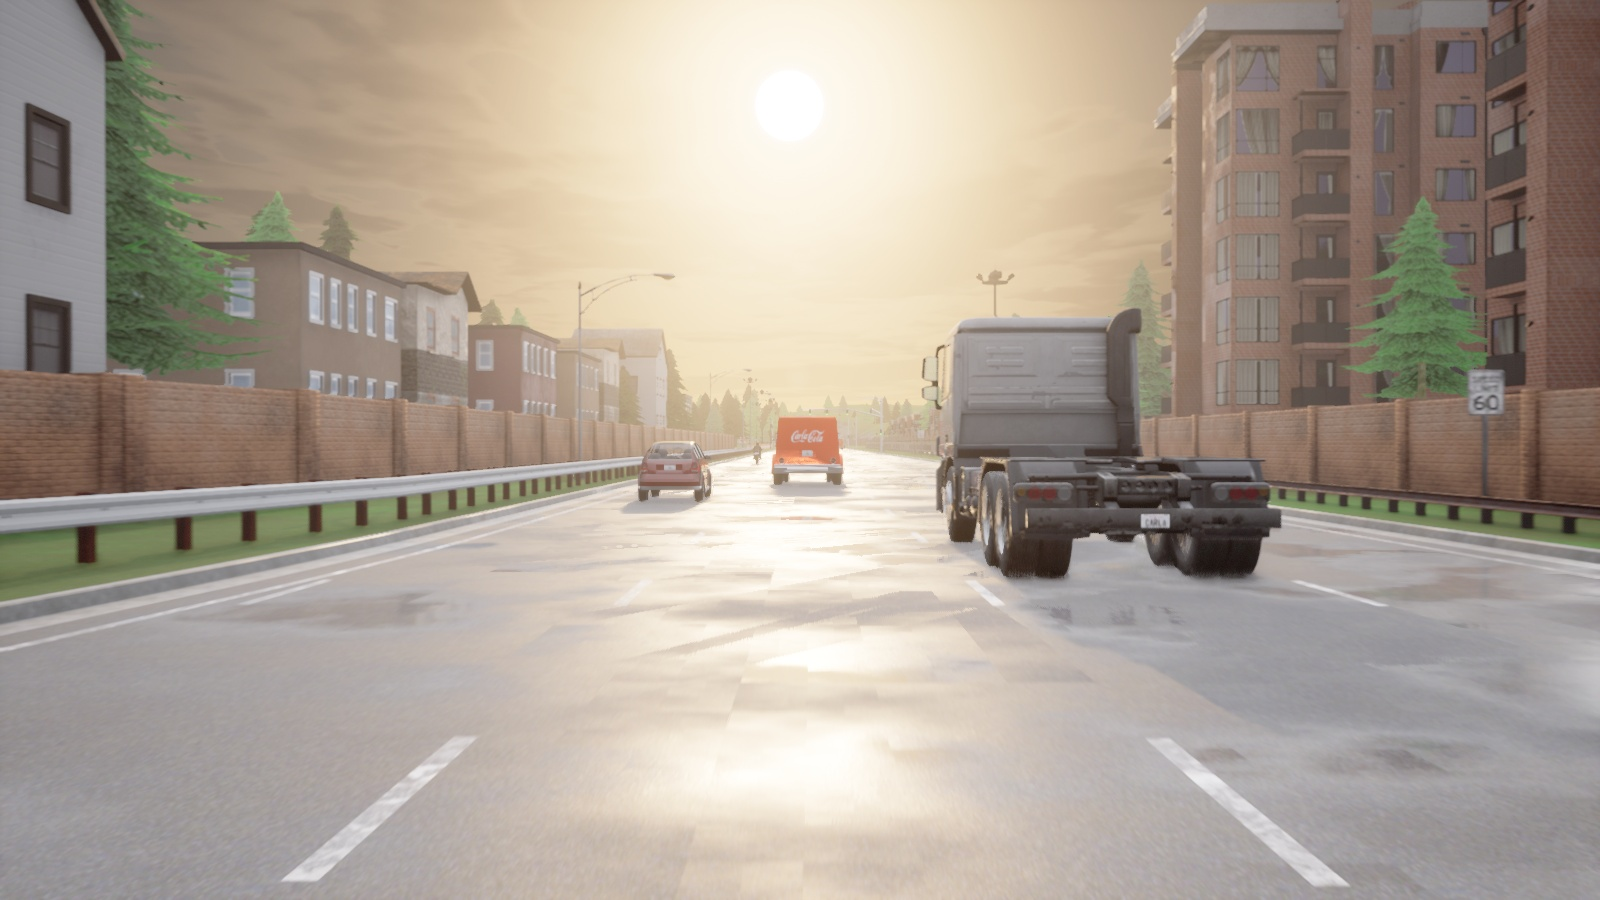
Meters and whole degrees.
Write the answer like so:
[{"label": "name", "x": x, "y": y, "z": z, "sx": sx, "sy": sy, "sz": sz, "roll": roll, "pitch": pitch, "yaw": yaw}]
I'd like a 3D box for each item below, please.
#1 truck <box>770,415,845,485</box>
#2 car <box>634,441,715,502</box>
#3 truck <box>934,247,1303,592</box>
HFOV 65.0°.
[{"label": "truck", "x": 0.282, "y": -0.003, "z": 46.780, "sx": 2.627, "sy": 2.467, "sz": 5.204, "roll": 0, "pitch": 0, "yaw": 0}, {"label": "car", "x": -3.294, "y": 0.534, "z": 33.525, "sx": 1.789, "sy": 1.549, "sz": 3.705, "roll": 0, "pitch": 0, "yaw": 0}, {"label": "truck", "x": 3.610, "y": -0.325, "z": 16.561, "sx": 2.891, "sy": 3.462, "sz": 7.936, "roll": 0, "pitch": 0, "yaw": 0}]
